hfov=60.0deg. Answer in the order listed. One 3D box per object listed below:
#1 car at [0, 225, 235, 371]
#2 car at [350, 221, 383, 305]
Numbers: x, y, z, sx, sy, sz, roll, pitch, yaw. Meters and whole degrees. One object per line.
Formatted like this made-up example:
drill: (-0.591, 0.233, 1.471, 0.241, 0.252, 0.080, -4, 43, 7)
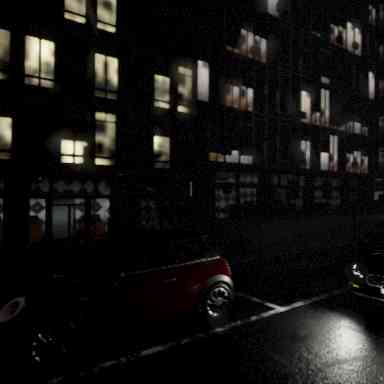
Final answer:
car: (-1.287, 1.434, 5.628, 4.097, 1.590, 1.967, 0, 1, -35)
car: (5.344, 1.477, 7.172, 4.892, 1.490, 1.837, 0, 0, -35)
